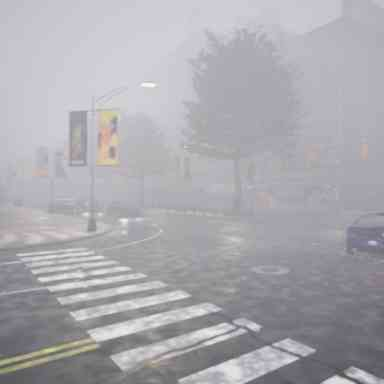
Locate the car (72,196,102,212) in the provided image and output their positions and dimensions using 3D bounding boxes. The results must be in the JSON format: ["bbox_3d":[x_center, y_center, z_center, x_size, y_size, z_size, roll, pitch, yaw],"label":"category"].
[{"bbox_3d":[-12.539,1.430,40.285,2.097,1.767,4.553,0,0,-35],"label":"car"}]

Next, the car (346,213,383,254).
[{"bbox_3d":[7.482,1.559,13.116,1.882,1.535,5.008,0,0,36],"label":"car"}]

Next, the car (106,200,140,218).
[{"bbox_3d":[-6.682,1.583,31.969,1.837,1.490,4.892,0,0,-35],"label":"car"}]

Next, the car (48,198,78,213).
[{"bbox_3d":[-15.109,1.654,38.459,1.895,1.301,4.718,0,0,-35],"label":"car"}]

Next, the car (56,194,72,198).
[{"bbox_3d":[-18.641,1.300,48.982,2.150,2.045,5.566,0,0,-35],"label":"car"}]
